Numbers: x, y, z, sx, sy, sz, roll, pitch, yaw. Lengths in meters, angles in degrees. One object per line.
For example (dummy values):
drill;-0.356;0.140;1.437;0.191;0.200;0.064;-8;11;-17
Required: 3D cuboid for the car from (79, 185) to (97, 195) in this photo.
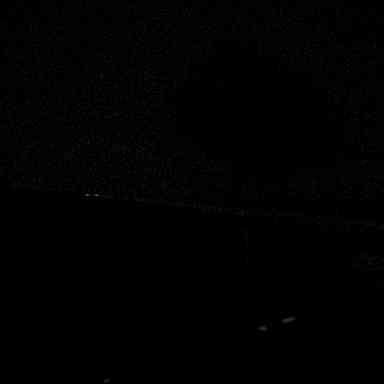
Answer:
car;-17.773;-0.412;56.712;1.882;1.535;5.008;4;0;-35
